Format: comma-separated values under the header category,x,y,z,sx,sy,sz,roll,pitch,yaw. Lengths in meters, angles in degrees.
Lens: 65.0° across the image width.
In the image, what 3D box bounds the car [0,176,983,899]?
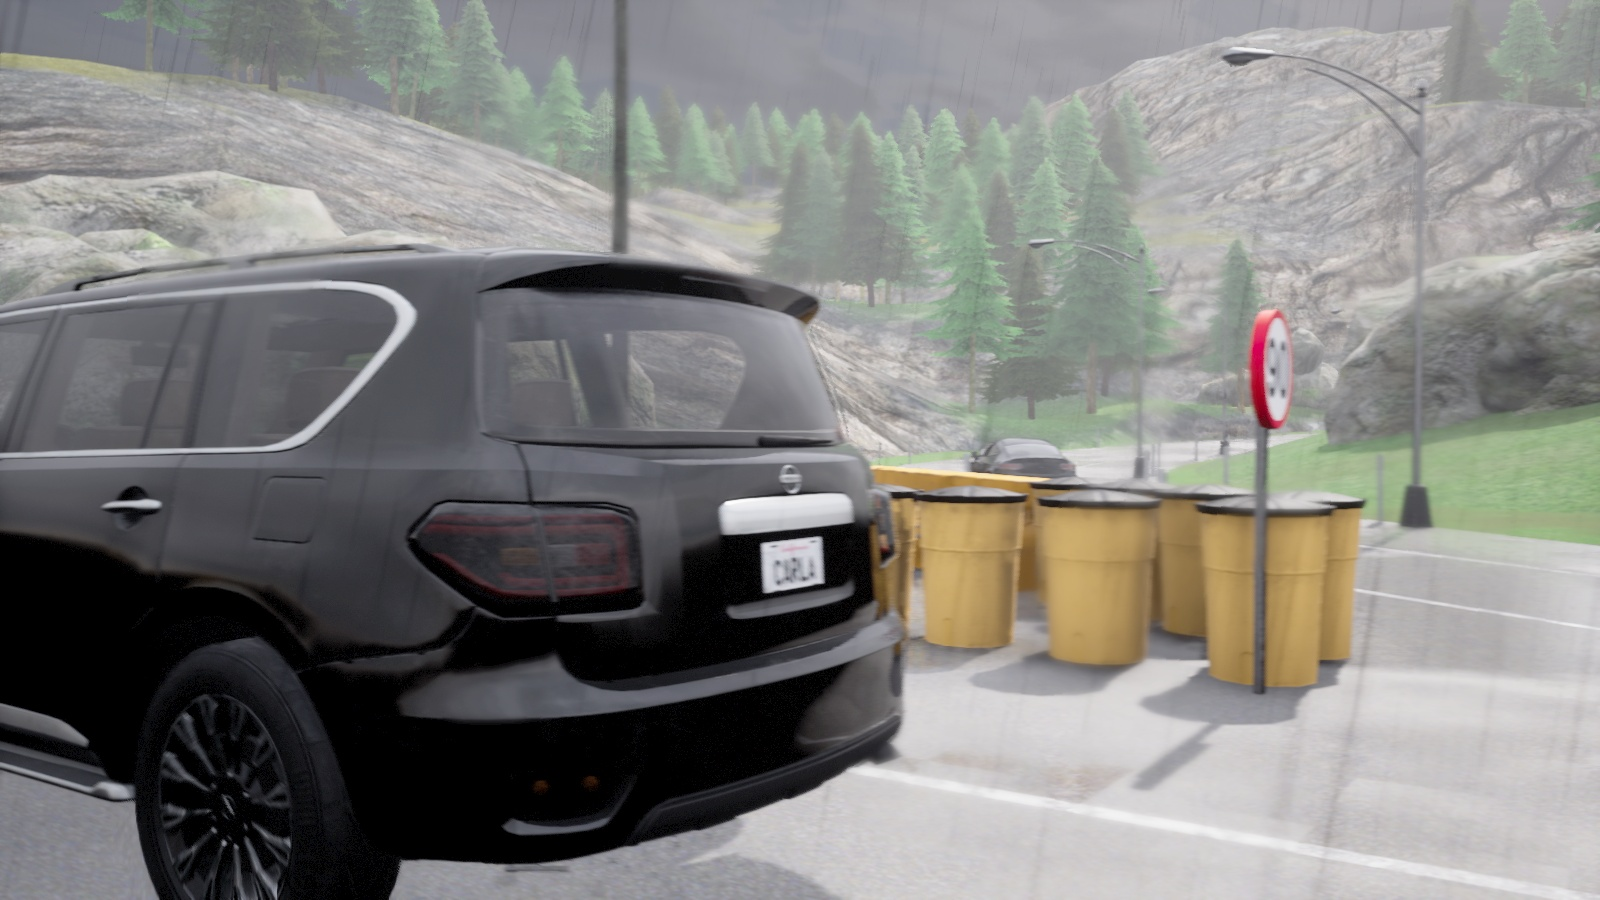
category,x,y,z,sx,sy,sz,roll,pitch,yaw
car,-2.267,0.418,5.126,5.566,2.045,2.150,0,1,34

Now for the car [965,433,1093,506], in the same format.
category,x,y,z,sx,sy,sz,roll,pitch,yaw
car,4.923,0.357,27.632,1.812,1.442,4.674,-1,1,-2
